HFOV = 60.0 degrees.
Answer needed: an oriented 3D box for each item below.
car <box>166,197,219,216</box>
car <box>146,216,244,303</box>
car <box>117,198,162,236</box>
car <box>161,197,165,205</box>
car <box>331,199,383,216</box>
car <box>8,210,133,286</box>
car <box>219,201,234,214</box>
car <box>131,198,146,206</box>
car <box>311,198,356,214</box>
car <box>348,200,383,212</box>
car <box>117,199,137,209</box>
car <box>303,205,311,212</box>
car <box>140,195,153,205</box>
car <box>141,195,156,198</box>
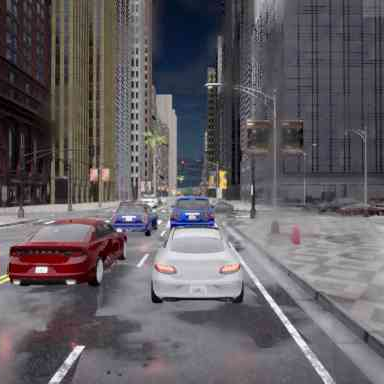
[{"bbox_3d":[0.041,1.257,17.775,2.150,2.045,5.566,0,0,1],"label":"car"},{"bbox_3d":[0.105,1.534,8.073,1.812,1.442,4.674,0,0,0],"label":"car"},{"bbox_3d":[-3.134,1.391,18.672,2.097,1.767,4.553,0,0,0],"label":"car"},{"bbox_3d":[-6.519,1.804,60.684,1.837,1.490,4.892,0,0,1],"label":"car"},{"bbox_3d":[15.340,1.577,30.163,4.206,1.307,1.802,0,0,-1],"label":"car"},{"bbox_3d":[-3.144,1.489,9.445,1.882,1.535,5.008,0,0,0],"label":"car"},{"bbox_3d":[2.411,1.674,35.723,4.181,1.385,1.994,0,-1,-1],"label":"car"},{"bbox_3d":[-9.767,1.826,60.840,1.812,1.442,4.674,0,0,1],"label":"car"},{"bbox_3d":[15.744,1.417,35.942,4.553,1.767,2.097,0,-1,-1],"label":"car"},{"bbox_3d":[20.857,1.643,38.770,4.313,1.339,1.947,0,0,-1],"label":"car"},{"bbox_3d":[-9.805,1.778,50.931,2.033,1.411,5.357,0,0,0],"label":"car"},{"bbox_3d":[15.217,1.662,38.687,4.313,1.339,1.947,0,0,-1],"label":"car"},{"bbox_3d":[-9.690,1.609,71.414,2.150,2.045,5.566,0,0,0],"label":"car"},{"bbox_3d":[-6.556,1.452,50.972,2.150,2.045,5.566,0,0,0],"label":"car"}]
